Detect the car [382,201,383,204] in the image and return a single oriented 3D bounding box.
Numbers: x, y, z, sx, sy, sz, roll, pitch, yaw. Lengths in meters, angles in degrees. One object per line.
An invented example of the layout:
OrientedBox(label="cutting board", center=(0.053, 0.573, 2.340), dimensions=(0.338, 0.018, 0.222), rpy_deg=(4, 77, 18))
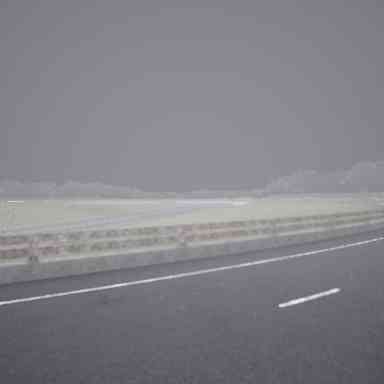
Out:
OrientedBox(label="car", center=(45.061, 2.225, 74.858), dimensions=(1.994, 1.385, 4.181), rpy_deg=(-1, -1, 11))
